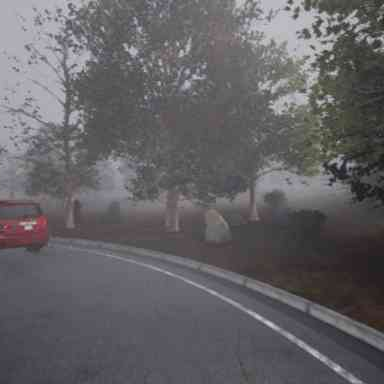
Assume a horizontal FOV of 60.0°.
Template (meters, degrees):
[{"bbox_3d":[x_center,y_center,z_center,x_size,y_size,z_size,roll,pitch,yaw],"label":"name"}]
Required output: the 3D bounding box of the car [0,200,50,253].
[{"bbox_3d":[-7.932,1.340,12.967,5.566,2.045,2.150,0,-1,32],"label":"car"}]
